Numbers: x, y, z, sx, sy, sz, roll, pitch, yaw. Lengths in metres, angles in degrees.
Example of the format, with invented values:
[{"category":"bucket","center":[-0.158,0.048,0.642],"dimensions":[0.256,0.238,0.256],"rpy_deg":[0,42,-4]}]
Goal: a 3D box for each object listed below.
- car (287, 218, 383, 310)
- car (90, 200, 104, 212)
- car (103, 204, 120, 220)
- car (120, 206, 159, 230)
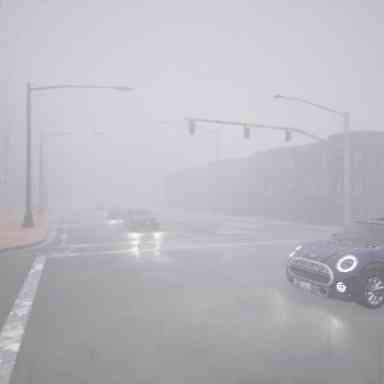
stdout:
[{"category":"car","center":[4.566,1.437,8.004],"dimensions":[4.553,1.767,2.097],"rpy_deg":[0,-1,-20]},{"category":"car","center":[-14.860,2.429,53.690],"dimensions":[2.033,1.411,5.357],"rpy_deg":[0,-1,-20]},{"category":"car","center":[-7.802,2.130,34.908],"dimensions":[1.994,1.385,4.181],"rpy_deg":[0,-1,-21]},{"category":"car","center":[-3.767,1.892,24.283],"dimensions":[1.837,1.490,4.892],"rpy_deg":[0,-1,-21]}]
